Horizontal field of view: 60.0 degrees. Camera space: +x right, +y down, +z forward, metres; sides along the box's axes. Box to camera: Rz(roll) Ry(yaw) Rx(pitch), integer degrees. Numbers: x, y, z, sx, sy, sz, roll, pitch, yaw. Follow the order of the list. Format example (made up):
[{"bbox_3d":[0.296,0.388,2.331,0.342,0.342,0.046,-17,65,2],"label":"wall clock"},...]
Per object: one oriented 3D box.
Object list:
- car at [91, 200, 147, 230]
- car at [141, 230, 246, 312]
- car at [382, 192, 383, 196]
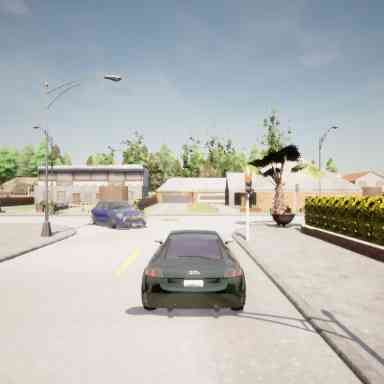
[{"bbox_3d":[-4.758,1.352,21.366,2.097,1.767,4.553,-1,1,-39],"label":"car"},{"bbox_3d":[0.042,1.564,7.790,1.994,1.385,4.181,0,0,0],"label":"car"},{"bbox_3d":[37.875,0.973,64.998,1.905,1.878,3.866,0,0,0],"label":"car"}]
